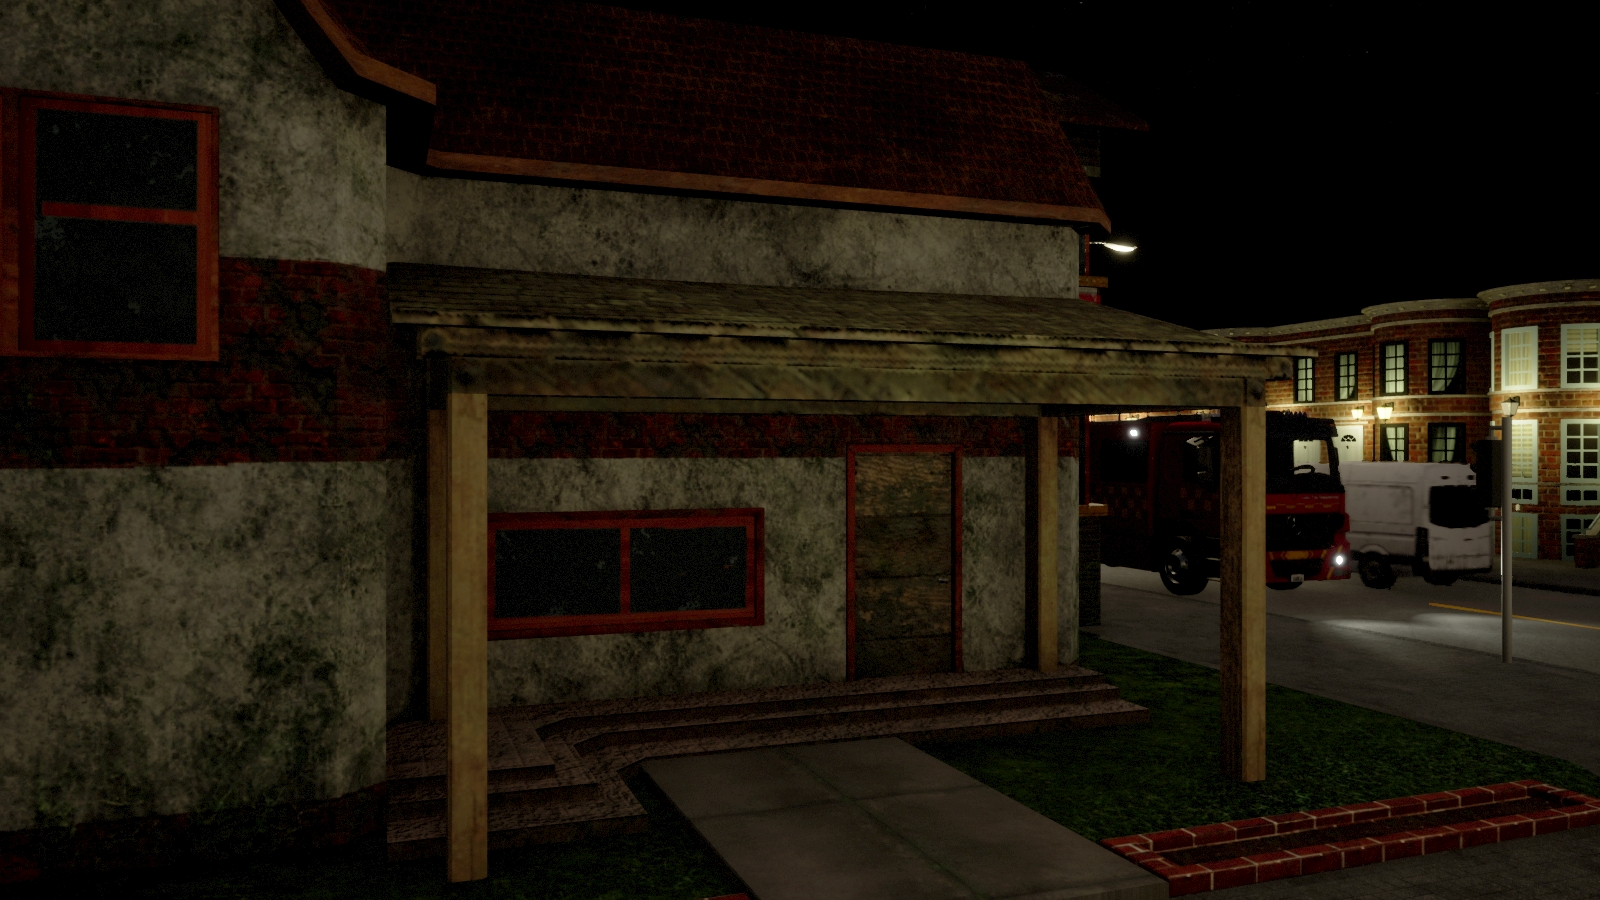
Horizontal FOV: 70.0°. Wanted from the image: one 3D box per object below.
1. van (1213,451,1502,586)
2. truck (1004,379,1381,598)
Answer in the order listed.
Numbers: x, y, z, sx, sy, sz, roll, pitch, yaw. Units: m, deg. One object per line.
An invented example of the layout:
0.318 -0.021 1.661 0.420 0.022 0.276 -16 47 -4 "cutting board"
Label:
11.883 1.315 24.980 1.988 2.561 5.915 0 0 -20 "van"
7.818 0.670 24.411 2.891 3.827 8.468 0 0 -20 "truck"
